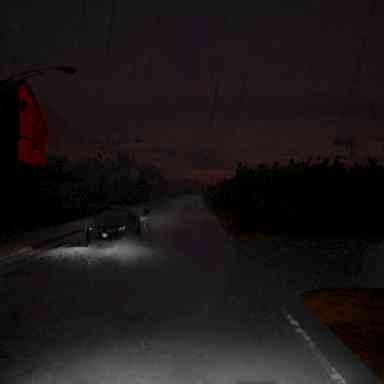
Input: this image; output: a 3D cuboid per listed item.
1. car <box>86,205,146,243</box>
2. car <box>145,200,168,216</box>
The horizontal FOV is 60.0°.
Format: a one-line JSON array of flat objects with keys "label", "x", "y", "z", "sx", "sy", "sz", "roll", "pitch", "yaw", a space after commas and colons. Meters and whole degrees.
[{"label": "car", "x": -3.599, "y": 1.521, "z": 16.058, "sx": 1.812, "sy": 1.442, "sz": 4.674, "roll": 0, "pitch": 0, "yaw": 0}, {"label": "car", "x": -3.517, "y": 1.553, "z": 32.172, "sx": 1.812, "sy": 1.442, "sz": 4.674, "roll": 0, "pitch": 0, "yaw": 0}]
